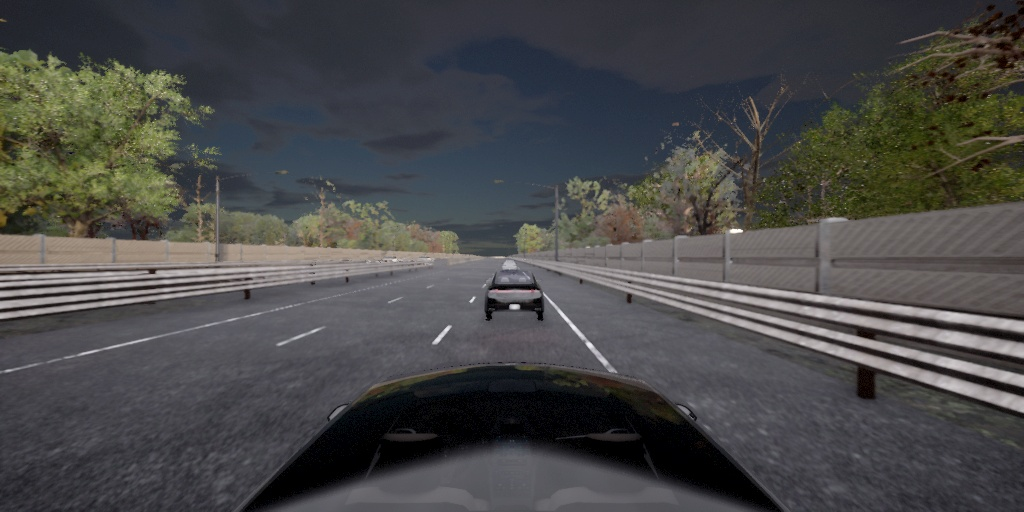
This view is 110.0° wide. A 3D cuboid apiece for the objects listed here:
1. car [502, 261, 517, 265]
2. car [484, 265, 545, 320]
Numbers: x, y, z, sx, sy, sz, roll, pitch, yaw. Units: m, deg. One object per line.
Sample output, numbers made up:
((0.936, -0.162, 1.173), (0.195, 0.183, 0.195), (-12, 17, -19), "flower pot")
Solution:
((-0.309, 1.284, 44.663), (1.812, 1.442, 4.674), (0, 0, -1), "car")
((0.064, 1.243, 12.665), (2.128, 1.511, 4.902), (0, 0, 0), "car")
